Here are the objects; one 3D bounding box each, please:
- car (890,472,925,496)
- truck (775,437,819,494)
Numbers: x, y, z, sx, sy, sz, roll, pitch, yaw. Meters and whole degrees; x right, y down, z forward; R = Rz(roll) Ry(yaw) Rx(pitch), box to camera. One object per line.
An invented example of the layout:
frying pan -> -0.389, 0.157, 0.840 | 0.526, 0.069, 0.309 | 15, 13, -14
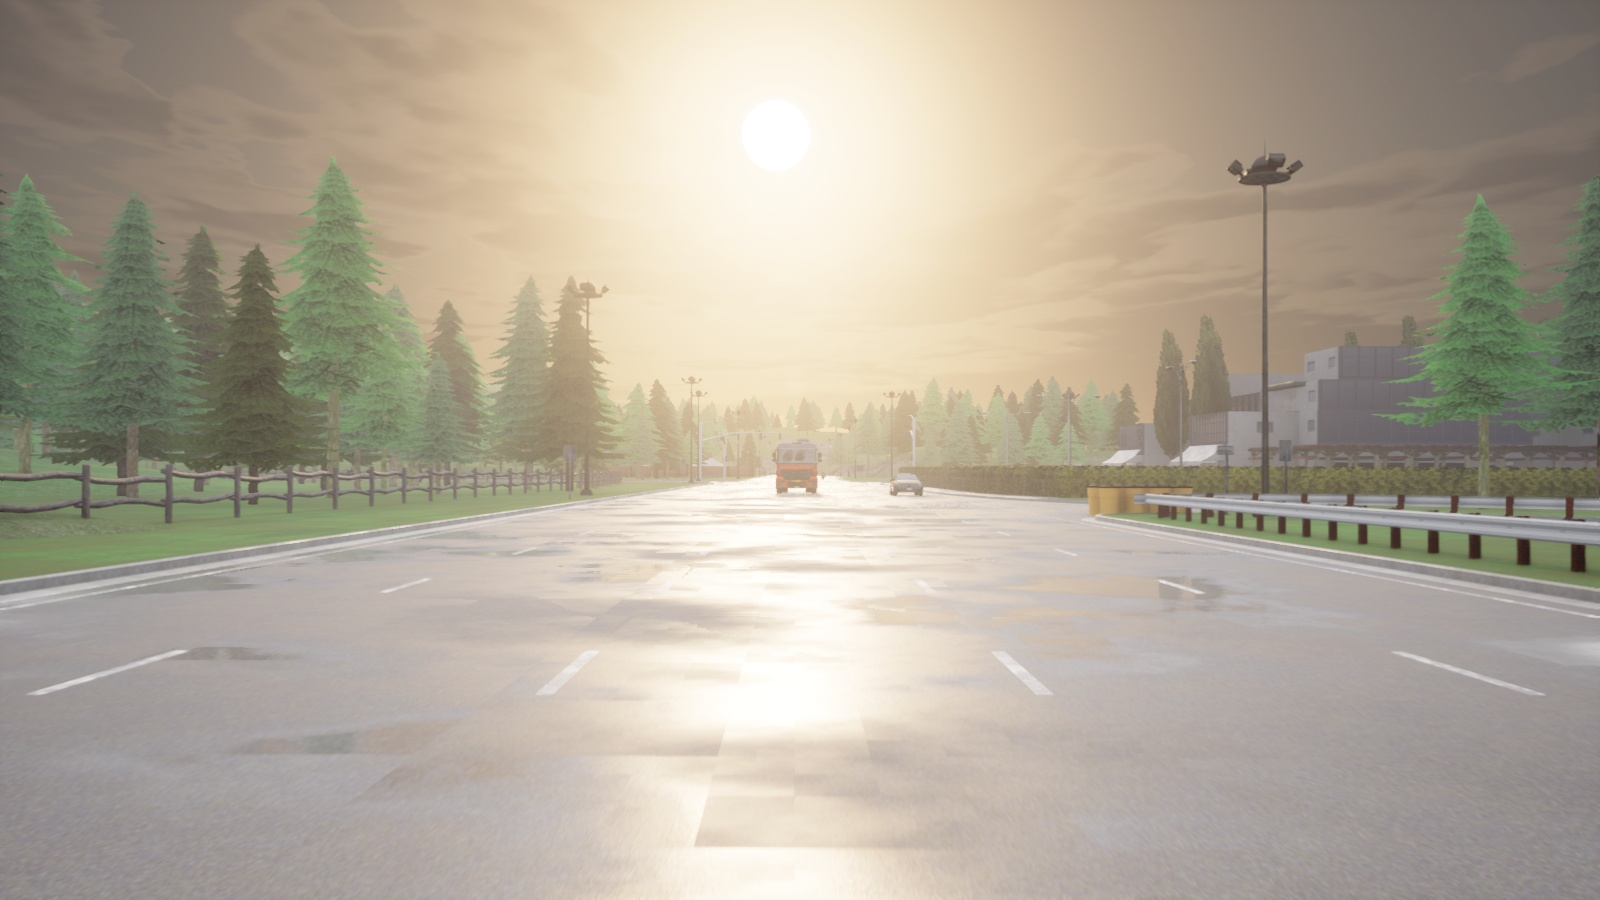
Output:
car -> 6.819, 2.157, 80.286 | 1.812, 1.442, 4.674 | 0, -1, 0
truck -> -0.211, 1.135, 88.655 | 2.891, 3.827, 8.468 | 0, -1, 0
